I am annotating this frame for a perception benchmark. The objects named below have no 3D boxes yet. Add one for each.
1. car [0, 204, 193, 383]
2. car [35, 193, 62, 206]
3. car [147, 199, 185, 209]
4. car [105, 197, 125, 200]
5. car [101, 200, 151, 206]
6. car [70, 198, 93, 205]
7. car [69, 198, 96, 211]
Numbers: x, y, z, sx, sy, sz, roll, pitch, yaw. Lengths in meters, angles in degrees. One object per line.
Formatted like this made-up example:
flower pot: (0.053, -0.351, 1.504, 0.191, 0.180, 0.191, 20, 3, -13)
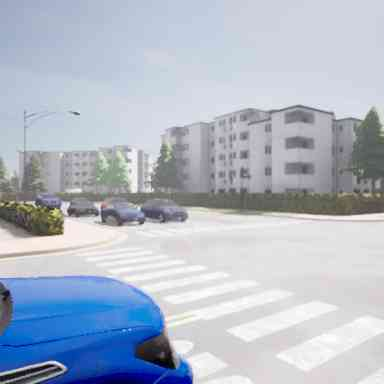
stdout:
car: (-2.653, 1.226, 1.881, 5.566, 2.045, 2.150, 0, 0, -35)
car: (-18.194, 1.207, 42.054, 2.150, 2.045, 5.566, 0, 0, -37)
car: (-2.216, 1.331, 25.733, 2.097, 1.767, 4.553, 0, 0, -35)
car: (-7.394, 1.331, 32.976, 2.097, 1.767, 4.553, 0, 0, -36)
car: (-5.007, 1.510, 23.616, 1.812, 1.442, 4.674, 0, 0, -36)
car: (-10.075, 1.549, 30.727, 1.994, 1.385, 4.181, 0, 0, -35)
car: (-13.995, 1.484, 42.181, 1.837, 1.490, 4.892, 0, 0, -36)
